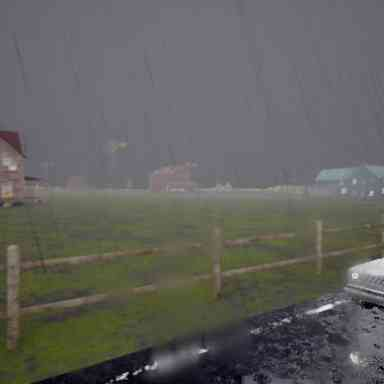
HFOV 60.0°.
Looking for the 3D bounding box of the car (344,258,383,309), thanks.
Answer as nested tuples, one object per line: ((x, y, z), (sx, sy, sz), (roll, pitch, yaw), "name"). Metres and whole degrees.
((5.135, 1.617, 6.704), (4.718, 1.301, 1.895), (0, 0, -35), "car")
